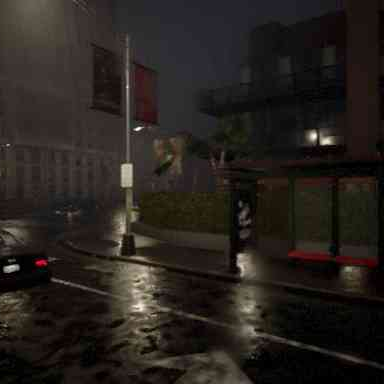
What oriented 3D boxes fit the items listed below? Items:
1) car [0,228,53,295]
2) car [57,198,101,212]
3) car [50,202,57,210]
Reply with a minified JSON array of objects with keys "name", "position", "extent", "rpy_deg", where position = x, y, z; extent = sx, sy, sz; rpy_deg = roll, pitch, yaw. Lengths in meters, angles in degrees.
[{"name":"car","position":[-5.501,1.560,8.149],"extent":[5.357,1.411,2.033],"rpy_deg":[0,0,39]},{"name":"car","position":[-13.298,1.553,40.278],"extent":[1.837,1.490,4.892],"rpy_deg":[0,0,36]},{"name":"car","position":[-15.796,1.531,42.820],"extent":[1.882,1.535,5.008],"rpy_deg":[0,0,35]}]
